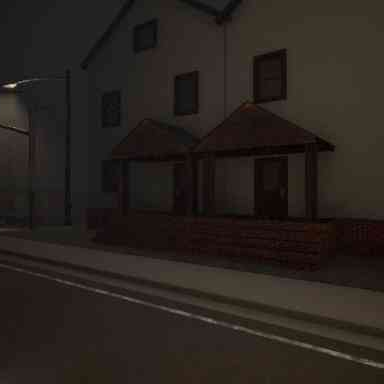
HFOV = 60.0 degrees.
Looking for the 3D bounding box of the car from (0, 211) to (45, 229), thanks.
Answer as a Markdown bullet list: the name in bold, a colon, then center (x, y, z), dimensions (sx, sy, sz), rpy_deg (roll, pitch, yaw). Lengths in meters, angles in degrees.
- **car**: center (-15.642, 2.488, 29.676), dimensions (2.128, 1.511, 4.902), rpy_deg (0, -9, 36)
